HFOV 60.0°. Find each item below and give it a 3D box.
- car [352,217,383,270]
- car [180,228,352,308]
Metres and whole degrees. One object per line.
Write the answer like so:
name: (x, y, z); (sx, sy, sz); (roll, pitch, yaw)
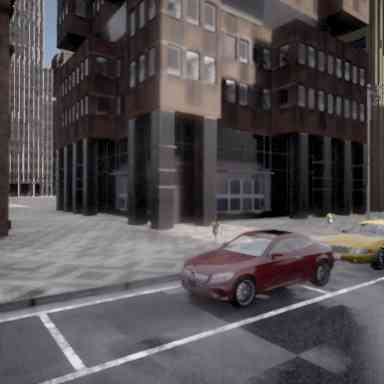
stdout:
car: (6.127, 1.529, 11.013); (4.829, 1.417, 1.752); (0, 0, -35)
car: (1.704, 1.584, 7.860); (4.206, 1.307, 1.802); (0, 0, -35)
